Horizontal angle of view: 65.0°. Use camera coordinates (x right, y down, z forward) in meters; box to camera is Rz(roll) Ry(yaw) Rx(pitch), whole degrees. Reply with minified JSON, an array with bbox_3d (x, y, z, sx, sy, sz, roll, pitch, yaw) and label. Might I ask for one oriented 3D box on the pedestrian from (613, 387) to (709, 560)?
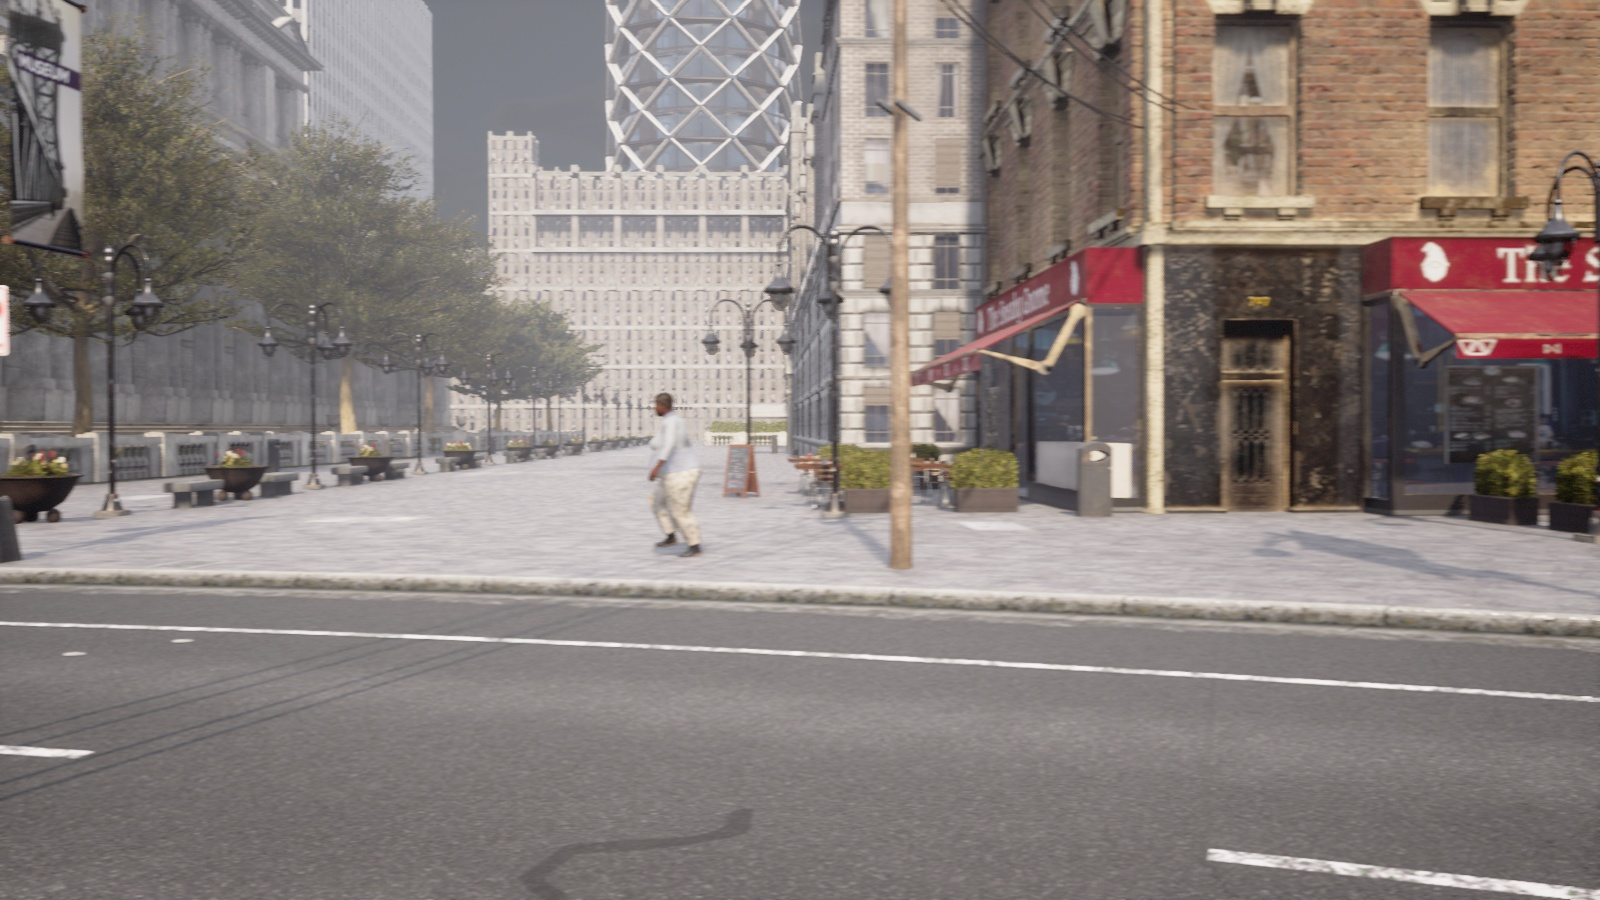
[{"bbox_3d":[-1.532,0.242,13.942,0.900,1.855,0.874,0,1,5],"label":"pedestrian"}]
